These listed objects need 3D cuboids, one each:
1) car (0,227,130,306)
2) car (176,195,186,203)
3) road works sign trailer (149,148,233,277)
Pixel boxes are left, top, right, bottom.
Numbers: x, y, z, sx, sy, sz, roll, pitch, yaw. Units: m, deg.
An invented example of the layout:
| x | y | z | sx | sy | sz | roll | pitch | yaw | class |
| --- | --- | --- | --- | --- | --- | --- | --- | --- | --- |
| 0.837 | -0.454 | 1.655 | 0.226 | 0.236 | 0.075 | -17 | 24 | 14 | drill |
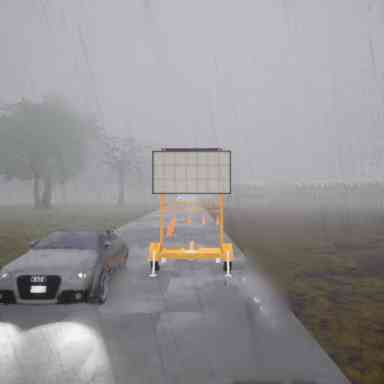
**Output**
| x | y | z | sx | sy | sz | roll | pitch | yaw | class |
| --- | --- | --- | --- | --- | --- | --- | --- | --- | --- |
| -2.760 | 1.562 | 7.965 | 1.994 | 1.385 | 4.181 | 0 | 0 | 0 | car |
| -2.840 | 1.711 | 86.575 | 2.150 | 2.045 | 5.566 | 0 | 0 | 0 | car |
| -0.005 | 0.464 | 10.256 | 2.380 | 3.560 | 2.880 | 0 | 0 | 1 | road works sign trailer |
